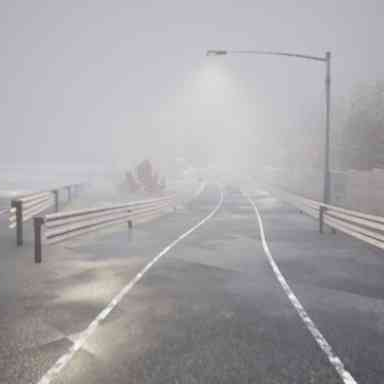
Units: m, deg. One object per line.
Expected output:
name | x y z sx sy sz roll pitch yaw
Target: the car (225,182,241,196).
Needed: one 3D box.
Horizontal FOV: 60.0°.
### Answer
car | 6.037 -0.252 47.415 2.033 1.411 5.357 0 4 5
